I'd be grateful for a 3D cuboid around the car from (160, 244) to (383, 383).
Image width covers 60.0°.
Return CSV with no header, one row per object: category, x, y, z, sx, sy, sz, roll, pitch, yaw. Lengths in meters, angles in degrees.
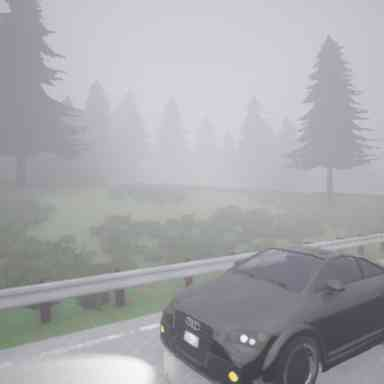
car,1.628,1.562,5.091,4.181,1.385,1.994,0,0,-35
